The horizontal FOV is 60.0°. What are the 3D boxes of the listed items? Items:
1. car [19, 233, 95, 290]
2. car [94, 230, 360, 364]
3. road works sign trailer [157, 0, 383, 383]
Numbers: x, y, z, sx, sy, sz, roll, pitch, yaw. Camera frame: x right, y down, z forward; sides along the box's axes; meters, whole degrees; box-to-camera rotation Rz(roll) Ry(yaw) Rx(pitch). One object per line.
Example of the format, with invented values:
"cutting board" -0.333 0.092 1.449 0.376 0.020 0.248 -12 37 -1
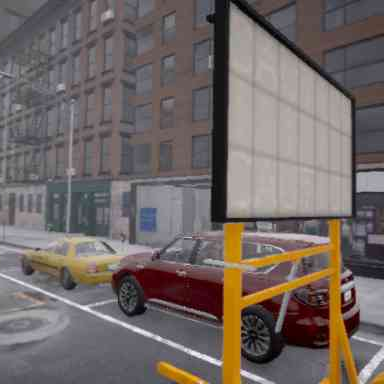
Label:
"car" -3.735 1.960 10.280 4.829 1.417 1.752 -1 -4 42
"car" 0.512 1.653 6.507 5.009 1.841 2.192 -1 -4 42
"road works sign trailer" 0.736 0.629 2.831 2.880 3.560 2.380 -1 -4 42
